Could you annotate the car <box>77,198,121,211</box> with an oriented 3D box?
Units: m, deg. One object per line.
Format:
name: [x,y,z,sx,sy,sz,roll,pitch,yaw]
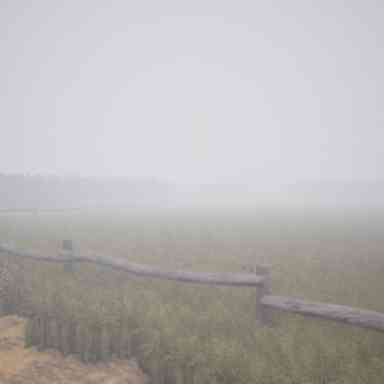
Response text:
car: [-9.489,1.427,34.151,1.837,1.490,4.892,0,1,36]

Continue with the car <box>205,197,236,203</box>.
car: [4.083,1.419,46.474,4.718,1.301,1.895,-1,1,-42]
